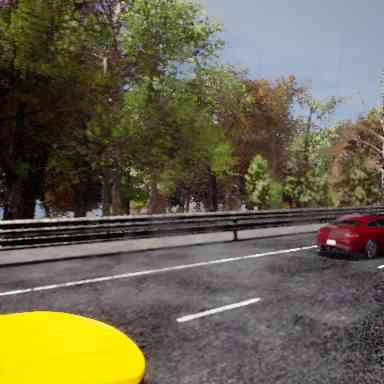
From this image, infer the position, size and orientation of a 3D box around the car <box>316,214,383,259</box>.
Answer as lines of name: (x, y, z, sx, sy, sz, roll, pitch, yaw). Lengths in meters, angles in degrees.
car: (6.715, 1.601, 12.944, 4.674, 1.442, 1.812, 0, 0, -36)

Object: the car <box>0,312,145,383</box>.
car: (-2.642, 1.472, 1.870, 5.008, 1.535, 1.882, 0, 0, -36)
